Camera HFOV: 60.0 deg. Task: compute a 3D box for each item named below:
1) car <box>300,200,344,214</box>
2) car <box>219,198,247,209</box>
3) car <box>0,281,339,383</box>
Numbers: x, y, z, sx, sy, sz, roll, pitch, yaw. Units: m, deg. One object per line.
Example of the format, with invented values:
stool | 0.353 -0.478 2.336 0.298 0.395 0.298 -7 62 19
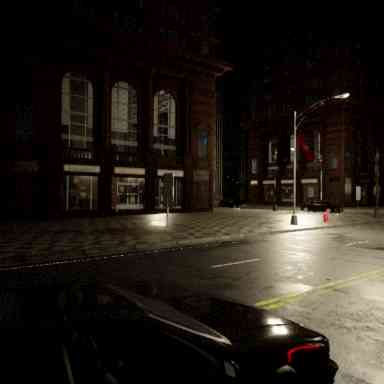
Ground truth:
car | 14.590 1.680 37.523 1.837 1.490 4.892 1 -1 -35
car | 6.023 1.747 49.593 1.837 1.490 4.892 1 -1 -35
car | -1.076 1.547 2.686 5.357 1.411 2.033 0 0 -35
